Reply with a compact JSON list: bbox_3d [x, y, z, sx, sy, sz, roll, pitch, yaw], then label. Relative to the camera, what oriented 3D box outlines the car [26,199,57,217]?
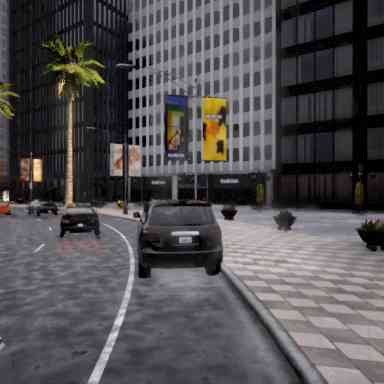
[{"bbox_3d":[-14.412,1.488,31.819,1.837,1.490,4.892,1,-1,-41],"label":"car"}]

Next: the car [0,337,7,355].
[{"bbox_3d":[-3.041,1.599,1.561,1.895,1.301,4.718,0,0,1],"label":"car"}]

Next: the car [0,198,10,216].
[{"bbox_3d":[-19.005,1.334,31.581,2.097,1.767,4.553,0,0,-44],"label":"car"}]

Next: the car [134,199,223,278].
[{"bbox_3d":[-0.616,1.216,10.422,2.150,2.045,5.566,0,0,-10],"label":"car"}]

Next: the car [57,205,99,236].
[{"bbox_3d":[-6.278,1.469,18.432,1.882,1.535,5.008,0,0,-20],"label":"car"}]
